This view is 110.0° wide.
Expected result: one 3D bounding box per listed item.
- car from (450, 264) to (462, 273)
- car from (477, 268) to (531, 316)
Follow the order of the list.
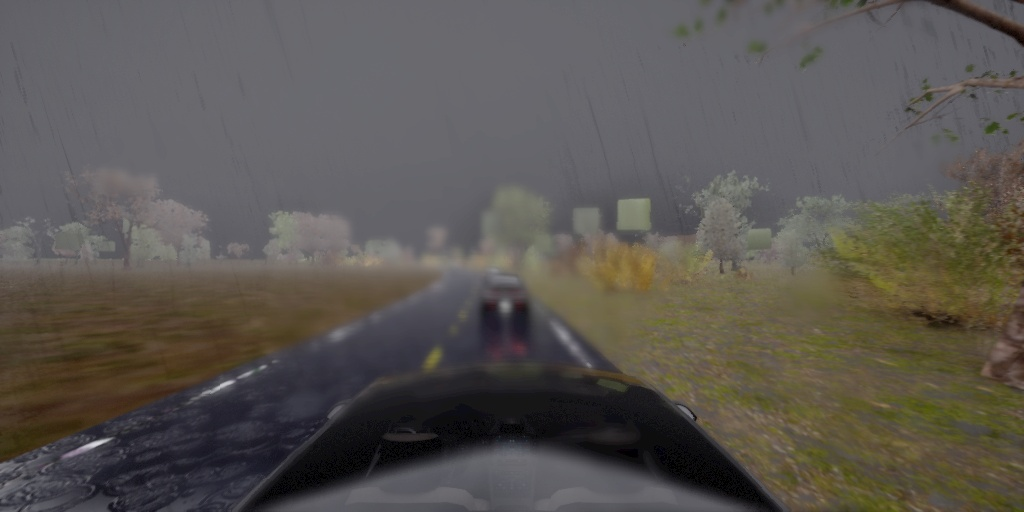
[{"bbox_3d":[-9.229,1.977,59.102,1.882,1.535,5.008,0,-1,-11],"label":"car"},{"bbox_3d":[-0.315,1.422,14.327,1.837,1.490,4.892,0,0,-2],"label":"car"}]
